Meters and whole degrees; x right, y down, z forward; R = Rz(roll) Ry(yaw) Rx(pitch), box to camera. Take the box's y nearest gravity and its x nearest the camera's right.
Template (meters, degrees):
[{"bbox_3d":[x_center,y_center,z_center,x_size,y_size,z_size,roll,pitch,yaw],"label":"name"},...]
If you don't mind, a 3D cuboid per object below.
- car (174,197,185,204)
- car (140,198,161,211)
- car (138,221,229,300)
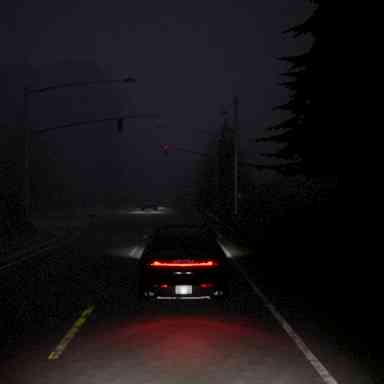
[{"bbox_3d":[-2.329,1.541,61.330,1.994,1.385,4.181,0,0,-2],"label":"car"},{"bbox_3d":[-5.175,1.511,40.688,1.812,1.442,4.674,0,0,-3],"label":"car"},{"bbox_3d":[-0.226,1.502,8.380,1.837,1.490,4.892,0,0,-2],"label":"car"}]
